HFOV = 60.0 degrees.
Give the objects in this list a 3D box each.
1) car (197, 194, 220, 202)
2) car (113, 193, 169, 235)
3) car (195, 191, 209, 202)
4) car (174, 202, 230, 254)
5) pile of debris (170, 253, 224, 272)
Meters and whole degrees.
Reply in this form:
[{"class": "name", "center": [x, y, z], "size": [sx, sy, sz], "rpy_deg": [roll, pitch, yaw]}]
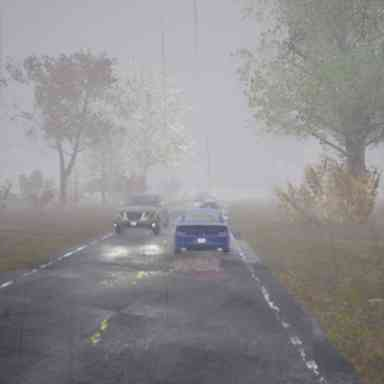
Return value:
[{"class": "car", "center": [1.852, 1.280, 33.944], "size": [1.812, 1.442, 4.674], "rpy_deg": [0, 0, 6]}, {"class": "car", "center": [-2.556, 1.088, 18.135], "size": [2.150, 2.045, 5.566], "rpy_deg": [0, 0, 3]}, {"class": "car", "center": [1.906, 0.792, 58.578], "size": [2.150, 2.045, 5.566], "rpy_deg": [0, 0, 10]}, {"class": "car", "center": [0.411, 1.383, 13.079], "size": [1.882, 1.535, 5.008], "rpy_deg": [0, 0, 2]}, {"class": "pile of debris", "center": [0.168, 2.102, 10.062], "size": [1.500, 0.140, 1.860], "rpy_deg": [0, 0, 2]}]
